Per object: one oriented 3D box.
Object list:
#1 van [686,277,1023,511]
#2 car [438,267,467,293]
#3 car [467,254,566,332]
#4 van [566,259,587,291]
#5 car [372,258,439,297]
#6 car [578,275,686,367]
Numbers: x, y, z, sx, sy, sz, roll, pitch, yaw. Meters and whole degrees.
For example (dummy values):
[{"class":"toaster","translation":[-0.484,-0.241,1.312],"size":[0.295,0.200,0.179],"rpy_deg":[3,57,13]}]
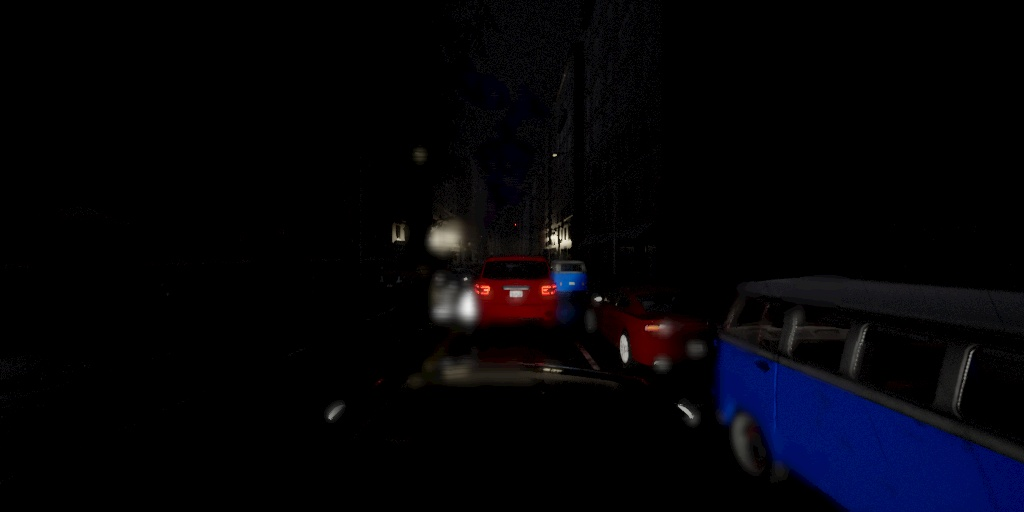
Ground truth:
[{"class":"van","translation":[2.856,1.091,2.089],"size":[1.690,1.789,3.998],"rpy_deg":[0,0,0]},{"class":"car","translation":[-3.046,1.341,20.881],"size":[1.895,1.301,4.718],"rpy_deg":[0,0,0]},{"class":"car","translation":[0.114,0.968,10.971],"size":[2.150,2.045,5.566],"rpy_deg":[0,0,0]},{"class":"van","translation":[2.881,1.082,19.071],"size":[1.690,1.789,3.998],"rpy_deg":[0,0,0]},{"class":"car","translation":[-5.644,1.056,19.043],"size":[2.192,1.841,5.009],"rpy_deg":[0,0,0]},{"class":"car","translation":[2.864,1.293,7.750],"size":[1.888,1.381,4.507],"rpy_deg":[0,0,0]}]
